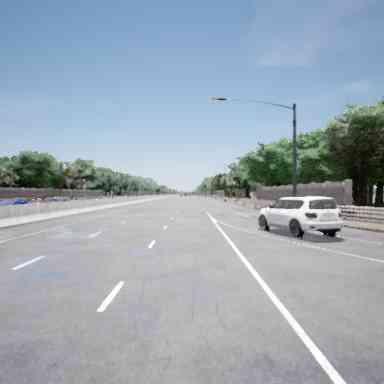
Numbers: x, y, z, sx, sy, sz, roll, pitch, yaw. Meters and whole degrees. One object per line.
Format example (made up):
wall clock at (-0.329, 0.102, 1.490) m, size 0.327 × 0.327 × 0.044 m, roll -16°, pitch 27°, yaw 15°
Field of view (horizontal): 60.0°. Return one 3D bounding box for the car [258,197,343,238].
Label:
car at (5.659, 1.275, 18.111) m, size 2.150 × 2.045 × 5.566 m, roll 0°, pitch 0°, yaw -16°

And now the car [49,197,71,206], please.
car at (-24.545, 1.726, 62.230) m, size 2.033 × 1.411 × 5.357 m, roll 0°, pitch 0°, yaw 0°

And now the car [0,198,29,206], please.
car at (-24.585, 1.612, 46.081) m, size 1.882 × 1.535 × 5.008 m, roll 0°, pitch 0°, yaw 0°

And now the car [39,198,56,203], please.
car at (-21.073, 1.650, 49.309) m, size 1.837 × 1.490 × 4.892 m, roll 0°, pitch -1°, yaw 0°

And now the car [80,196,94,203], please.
car at (-24.609, 1.719, 77.943) m, size 1.837 × 1.490 × 4.892 m, roll 0°, pitch 0°, yaw 0°

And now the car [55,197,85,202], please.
car at (-17.581, 1.741, 48.215) m, size 1.895 × 1.301 × 4.718 m, roll 0°, pitch 0°, yaw 0°

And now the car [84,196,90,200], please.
car at (-21.055, 1.732, 65.052) m, size 2.033 × 1.411 × 5.357 m, roll 0°, pitch 0°, yaw 0°

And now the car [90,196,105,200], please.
car at (-17.562, 1.746, 64.137) m, size 1.994 × 1.385 × 4.181 m, roll 0°, pitch 0°, yaw 0°
